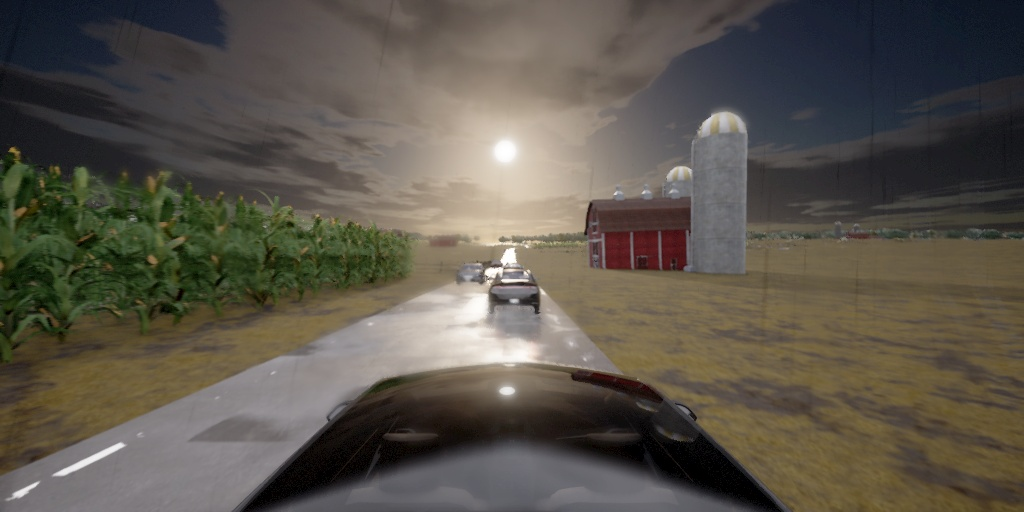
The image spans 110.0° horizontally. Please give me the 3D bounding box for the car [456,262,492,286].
[{"bbox_3d":[-2.860,1.307,25.983,2.128,1.511,4.902,0,0,0],"label":"car"}]

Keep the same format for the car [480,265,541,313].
[{"bbox_3d":[0.091,1.261,14.101,2.128,1.511,4.902,0,0,0],"label":"car"}]

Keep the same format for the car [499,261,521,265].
[{"bbox_3d":[0.089,1.328,32.294,1.882,1.535,5.008,0,0,0],"label":"car"}]
